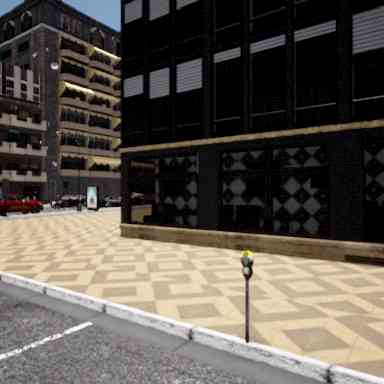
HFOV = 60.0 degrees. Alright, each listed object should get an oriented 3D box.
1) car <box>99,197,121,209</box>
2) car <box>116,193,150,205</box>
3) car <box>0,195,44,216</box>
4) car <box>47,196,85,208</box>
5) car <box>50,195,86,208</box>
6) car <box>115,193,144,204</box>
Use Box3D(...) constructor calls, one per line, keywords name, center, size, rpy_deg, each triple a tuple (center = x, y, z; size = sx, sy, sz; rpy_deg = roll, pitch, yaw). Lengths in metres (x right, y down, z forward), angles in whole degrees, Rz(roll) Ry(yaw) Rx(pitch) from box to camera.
Box3D(name="car", center=(-9.128, 1.173, 37.790), size=(1.947, 1.339, 4.313), rpy_deg=(1, 2, 35))
Box3D(name="car", center=(-8.557, 0.920, 48.693), size=(1.882, 1.535, 5.008), rpy_deg=(0, 1, 35))
Box3D(name="car", center=(-15.497, 1.129, 28.701), size=(2.192, 1.841, 5.009), rpy_deg=(1, 2, 35))
Box3D(name="car", center=(-16.025, 1.203, 42.550), size=(1.802, 1.307, 4.206), rpy_deg=(1, 2, 35))
Box3D(name="car", center=(-14.516, 1.128, 40.212), size=(2.128, 1.511, 4.902), rpy_deg=(0, 1, 35))
Box3D(name="car", center=(-9.657, 0.964, 51.631), size=(2.008, 1.369, 4.403), rpy_deg=(1, 2, 35))
